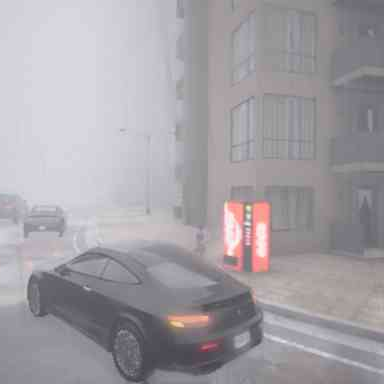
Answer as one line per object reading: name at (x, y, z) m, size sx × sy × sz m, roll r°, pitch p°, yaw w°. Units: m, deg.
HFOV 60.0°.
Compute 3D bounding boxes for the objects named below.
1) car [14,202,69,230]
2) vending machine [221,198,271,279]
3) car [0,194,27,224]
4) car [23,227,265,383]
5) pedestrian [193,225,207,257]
car at (-7.799, 1.471, 17.911) m, size 2.128 × 1.511 × 4.902 m, roll 1°, pitch 0°, yaw -19°
vending machine at (1.522, 1.242, 9.415) m, size 1.100 × 2.100 × 0.880 m, roll 1°, pitch 0°, yaw -41°
car at (-13.354, 1.163, 23.896) m, size 2.150 × 2.045 × 5.566 m, roll 1°, pitch 0°, yaw -17°
car at (-1.059, 1.535, 5.480) m, size 4.674 × 1.442 × 1.812 m, roll 0°, pitch 0°, yaw 44°
pedestrian at (0.274, 1.455, 9.392) m, size 0.375 × 1.300 × 0.375 m, roll 1°, pitch 0°, yaw -39°
